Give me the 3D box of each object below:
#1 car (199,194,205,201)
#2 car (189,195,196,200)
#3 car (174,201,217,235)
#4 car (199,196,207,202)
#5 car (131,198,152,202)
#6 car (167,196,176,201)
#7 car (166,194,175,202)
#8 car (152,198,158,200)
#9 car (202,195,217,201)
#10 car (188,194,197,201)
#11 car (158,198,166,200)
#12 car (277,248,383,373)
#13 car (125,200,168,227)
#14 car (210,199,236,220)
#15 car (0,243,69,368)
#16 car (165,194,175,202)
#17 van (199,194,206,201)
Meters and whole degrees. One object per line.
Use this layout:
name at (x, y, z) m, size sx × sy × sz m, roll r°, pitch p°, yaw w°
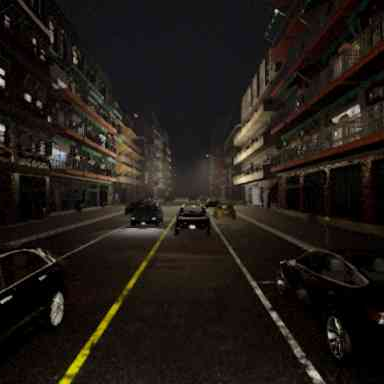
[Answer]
car at (2.808, 1.664, 73.598) m, size 2.008 × 1.369 × 4.403 m, roll 0°, pitch 0°, yaw 0°
car at (0.144, 1.513, 93.318) m, size 1.882 × 1.535 × 5.008 m, roll 0°, pitch 0°, yaw 0°
car at (0.026, 1.505, 18.837) m, size 2.128 × 1.511 × 4.902 m, roll 0°, pitch 0°, yaw 0°
car at (2.825, 1.695, 84.928) m, size 2.008 × 1.369 × 4.403 m, roll 0°, pitch 0°, yaw 0°
car at (-5.634, 1.585, 33.962) m, size 1.947 × 1.339 × 4.313 m, roll 1°, pitch 0°, yaw 0°
car at (-5.546, 1.714, 90.605) m, size 1.947 × 1.339 × 4.313 m, roll 0°, pitch 0°, yaw 0°
car at (-5.563, 1.659, 79.277) m, size 1.887 × 1.381 × 4.507 m, roll 0°, pitch 0°, yaw 0°
car at (-5.624, 1.467, 39.624) m, size 1.967 × 1.590 × 4.097 m, roll 1°, pitch 0°, yaw 0°
car at (2.764, 1.491, 45.276) m, size 1.967 × 1.590 × 4.097 m, roll 0°, pitch 0°, yaw 0°
car at (0.128, 1.482, 83.250) m, size 2.097 × 1.767 × 4.553 m, roll 0°, pitch 0°, yaw 0°
car at (-5.608, 1.614, 50.954) m, size 1.947 × 1.339 × 4.313 m, roll 1°, pitch 0°, yaw 0°
car at (2.748, 1.574, 5.627) m, size 1.947 × 1.339 × 4.313 m, roll 1°, pitch 0°, yaw 0°
car at (-2.993, 1.560, 23.265) m, size 2.033 × 1.411 × 5.357 m, roll 0°, pitch 0°, yaw 1°
car at (2.738, 1.552, 28.453) m, size 1.752 × 1.417 × 4.829 m, roll 1°, pitch 0°, yaw 0°
car at (-3.095, 1.502, 4.055) m, size 1.837 × 1.490 × 4.892 m, roll 0°, pitch 0°, yaw 0°
car at (-5.553, 1.446, 84.943) m, size 2.192 × 1.841 × 5.009 m, roll 0°, pitch 0°, yaw 0°
van at (2.835, 1.503, 90.591) m, size 1.690 × 1.788 × 3.998 m, roll 0°, pitch 0°, yaw 0°
